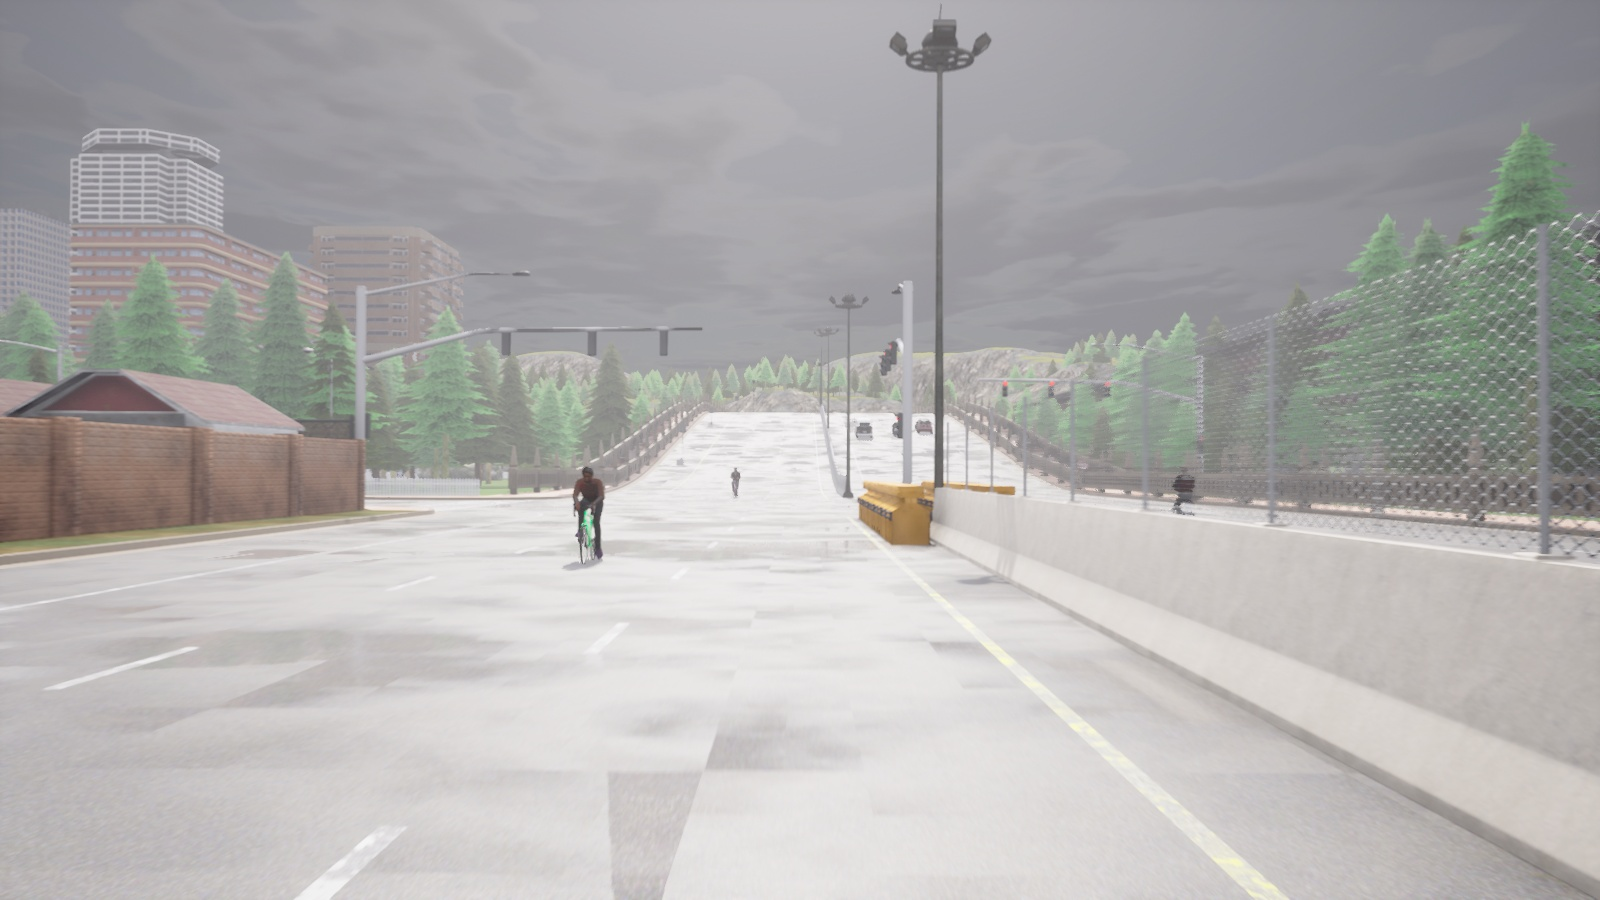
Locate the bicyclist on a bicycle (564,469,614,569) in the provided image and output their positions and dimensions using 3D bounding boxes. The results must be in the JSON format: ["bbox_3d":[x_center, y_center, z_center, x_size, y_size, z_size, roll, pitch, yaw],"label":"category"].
[{"bbox_3d":[-3.553,1.136,21.246,0.582,1.620,1.656,0,-1,0],"label":"bicyclist on a bicycle"}]
